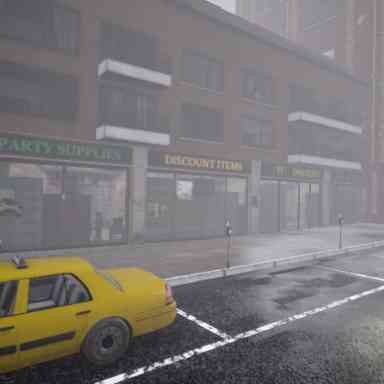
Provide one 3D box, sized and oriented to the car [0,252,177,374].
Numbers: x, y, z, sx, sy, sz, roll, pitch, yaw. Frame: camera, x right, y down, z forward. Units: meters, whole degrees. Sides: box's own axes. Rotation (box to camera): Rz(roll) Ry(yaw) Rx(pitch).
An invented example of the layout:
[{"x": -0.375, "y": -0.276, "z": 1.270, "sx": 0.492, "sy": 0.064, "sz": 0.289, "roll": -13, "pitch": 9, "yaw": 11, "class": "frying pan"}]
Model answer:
[{"x": -2.516, "y": 1.526, "z": 4.278, "sx": 4.829, "sy": 1.417, "sz": 1.752, "roll": 0, "pitch": 2, "yaw": -35, "class": "car"}]
